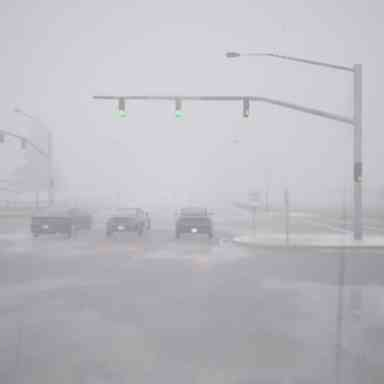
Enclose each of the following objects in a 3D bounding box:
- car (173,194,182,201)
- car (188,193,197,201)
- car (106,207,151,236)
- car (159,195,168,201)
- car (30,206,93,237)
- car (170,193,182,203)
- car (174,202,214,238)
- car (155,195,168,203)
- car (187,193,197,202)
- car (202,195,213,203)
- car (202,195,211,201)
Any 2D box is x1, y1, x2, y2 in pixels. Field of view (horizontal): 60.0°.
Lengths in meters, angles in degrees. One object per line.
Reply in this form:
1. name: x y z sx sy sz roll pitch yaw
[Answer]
1. car: -3.487 1.345 82.285 2.097 1.767 4.553 0 0 0
2. car: 0.013 1.215 82.345 2.150 2.045 5.566 0 0 0
3. car: -3.410 1.544 18.275 1.812 1.442 4.674 0 0 0
4. car: -6.987 1.490 82.316 1.837 1.490 4.892 0 0 0
5. car: -6.897 1.495 18.130 1.882 1.535 5.008 0 0 0
6. car: -3.489 1.285 71.926 2.150 2.045 5.566 0 0 0
7. car: 0.104 1.522 17.818 1.837 1.490 4.892 0 0 0
8. car: -6.989 1.600 71.896 2.033 1.411 5.357 0 0 0
9. car: 0.011 1.538 71.895 1.882 1.535 5.008 0 0 0
10. car: 3.511 1.617 72.311 1.994 1.385 4.181 0 0 0
11. car: 3.513 1.468 82.314 1.882 1.535 5.008 0 0 0
